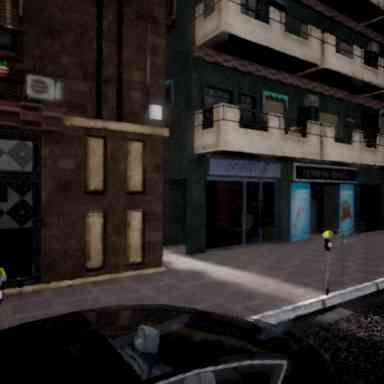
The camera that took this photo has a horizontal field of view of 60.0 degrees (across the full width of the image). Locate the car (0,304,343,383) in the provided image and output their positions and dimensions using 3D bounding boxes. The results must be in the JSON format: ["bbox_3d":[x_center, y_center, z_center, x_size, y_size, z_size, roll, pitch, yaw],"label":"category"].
[{"bbox_3d":[-0.909,1.541,1.821,4.313,1.339,1.947,0,1,-34],"label":"car"}]
